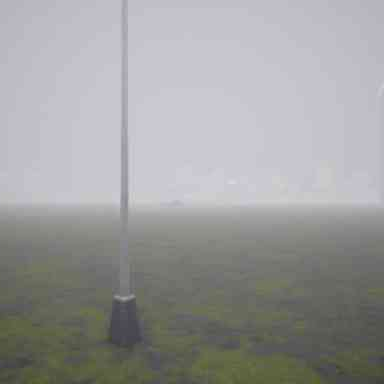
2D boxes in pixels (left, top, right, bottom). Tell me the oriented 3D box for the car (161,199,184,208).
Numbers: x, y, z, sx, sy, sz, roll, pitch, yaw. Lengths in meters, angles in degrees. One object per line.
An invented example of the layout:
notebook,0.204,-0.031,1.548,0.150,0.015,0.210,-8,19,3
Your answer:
car,-3.458,1.917,58.622,1.882,1.535,5.008,-1,-1,36
